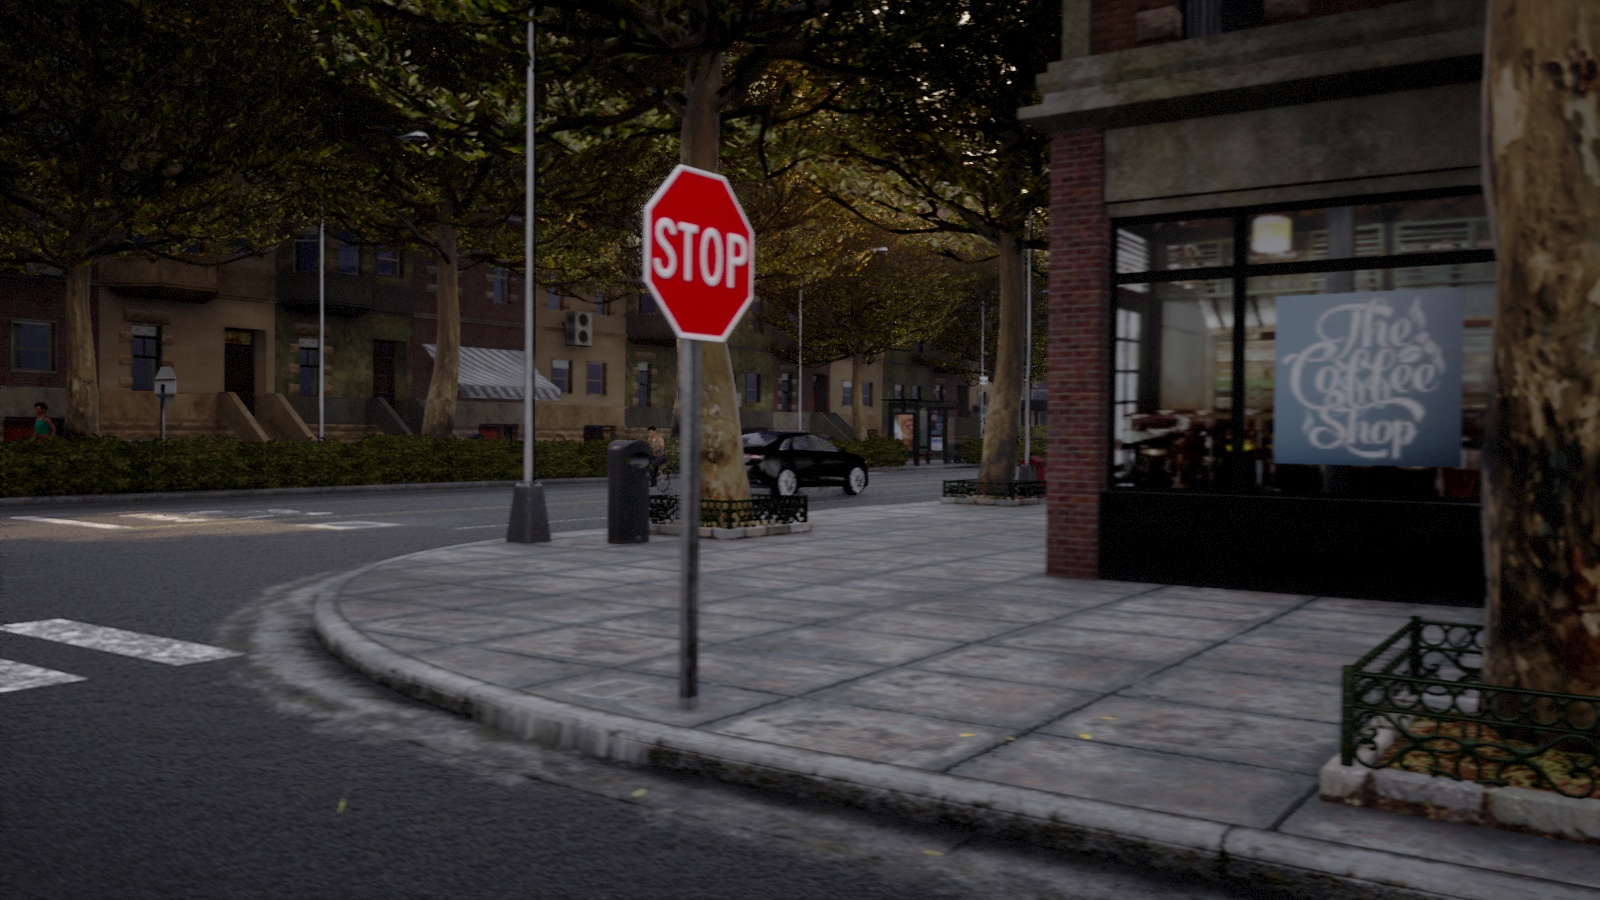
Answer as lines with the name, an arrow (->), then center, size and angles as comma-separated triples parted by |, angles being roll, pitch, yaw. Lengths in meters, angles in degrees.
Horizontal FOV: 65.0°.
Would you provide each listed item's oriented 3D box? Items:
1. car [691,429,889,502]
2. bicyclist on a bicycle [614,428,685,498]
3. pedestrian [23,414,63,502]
car -> -0.124, 0.289, 28.922 | 2.128, 1.511, 4.902 | 0, 1, 34
bicyclist on a bicycle -> -3.587, 0.285, 30.026 | 0.866, 1.612, 1.509 | 0, 1, 35
pedestrian -> -15.939, 0.163, 26.446 | 0.345, 1.836, 0.594 | 0, 1, 36
